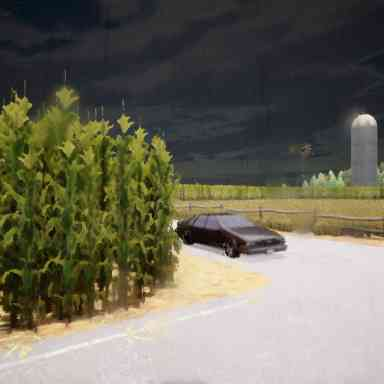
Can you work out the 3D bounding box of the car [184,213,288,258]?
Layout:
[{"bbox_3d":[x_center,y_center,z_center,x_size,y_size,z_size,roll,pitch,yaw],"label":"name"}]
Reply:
[{"bbox_3d":[1.236,1.547,13.129,2.033,1.411,5.357,0,0,-30],"label":"car"}]

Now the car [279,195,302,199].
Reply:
[{"bbox_3d":[22.223,1.475,74.952,5.008,1.535,1.882,0,0,-5],"label":"car"}]
